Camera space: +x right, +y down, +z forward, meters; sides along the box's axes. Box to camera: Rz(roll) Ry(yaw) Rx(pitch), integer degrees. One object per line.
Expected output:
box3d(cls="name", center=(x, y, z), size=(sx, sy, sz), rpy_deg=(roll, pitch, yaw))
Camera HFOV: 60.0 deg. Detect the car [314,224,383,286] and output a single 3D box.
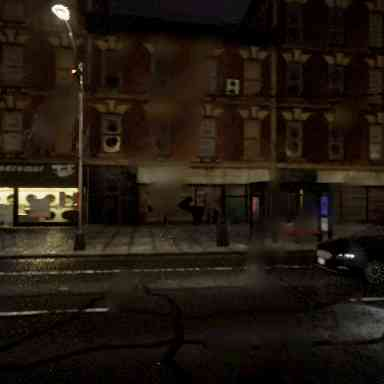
box3d(cls="car", center=(6.026, 1.671, 9.606), size=(4.902, 1.511, 2.128), rpy_deg=(0, -1, -8))
